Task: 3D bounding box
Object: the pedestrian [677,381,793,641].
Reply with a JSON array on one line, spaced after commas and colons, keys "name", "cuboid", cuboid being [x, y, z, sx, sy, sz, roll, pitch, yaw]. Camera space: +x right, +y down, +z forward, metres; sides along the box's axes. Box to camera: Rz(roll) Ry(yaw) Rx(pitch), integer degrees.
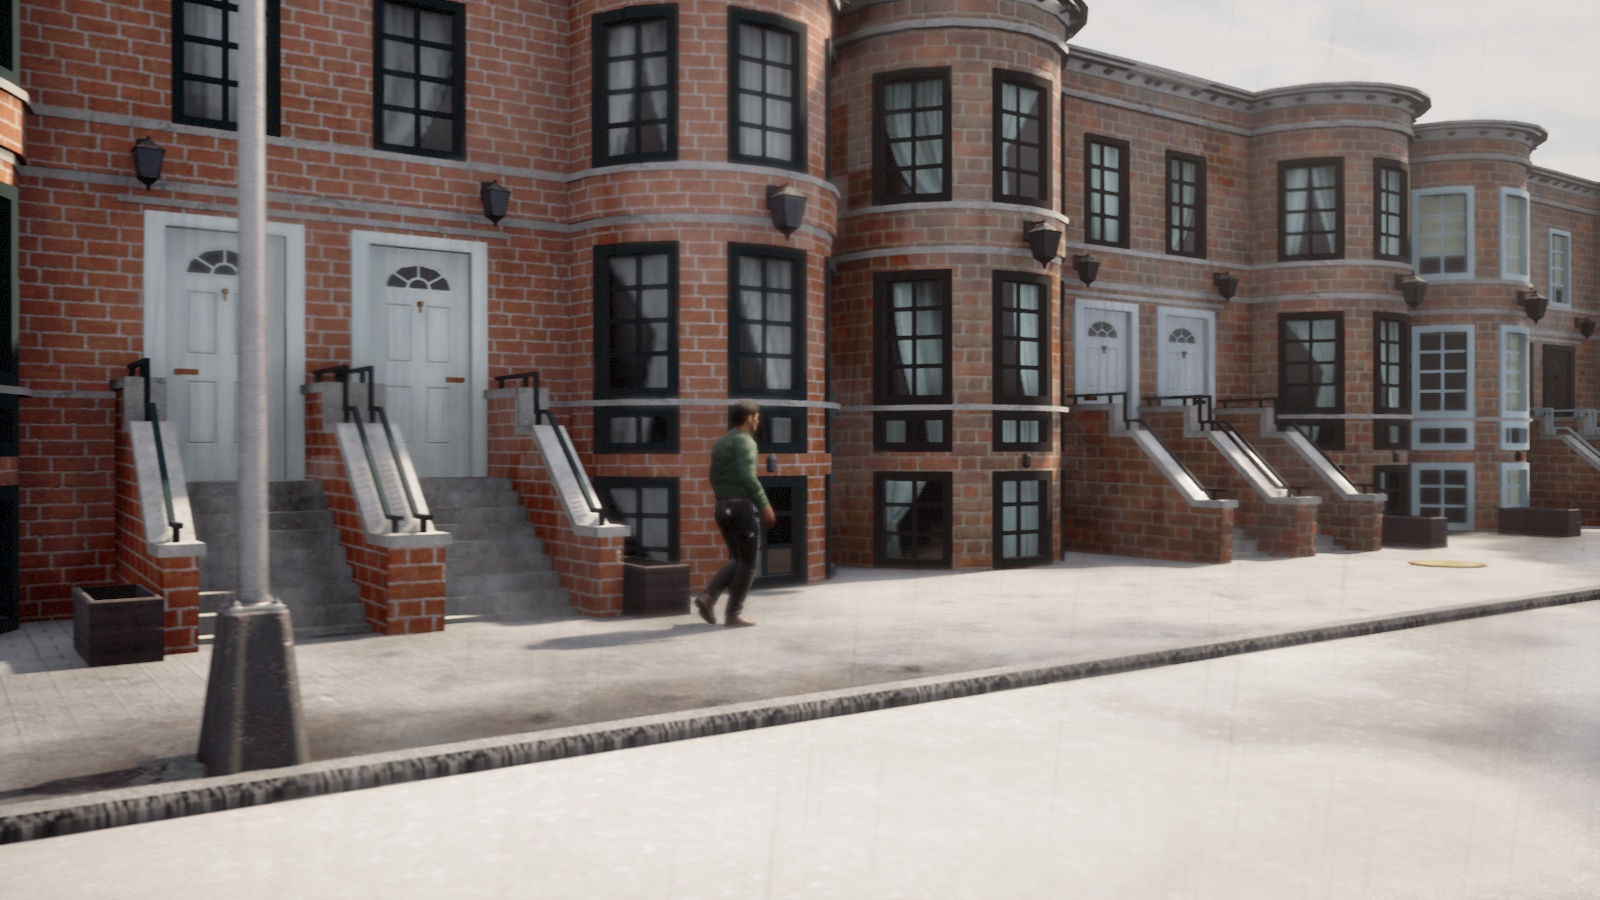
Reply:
[{"name": "pedestrian", "cuboid": [-0.502, 0.454, 9.811, 0.788, 1.949, 0.423, 0, 0, -36]}]
